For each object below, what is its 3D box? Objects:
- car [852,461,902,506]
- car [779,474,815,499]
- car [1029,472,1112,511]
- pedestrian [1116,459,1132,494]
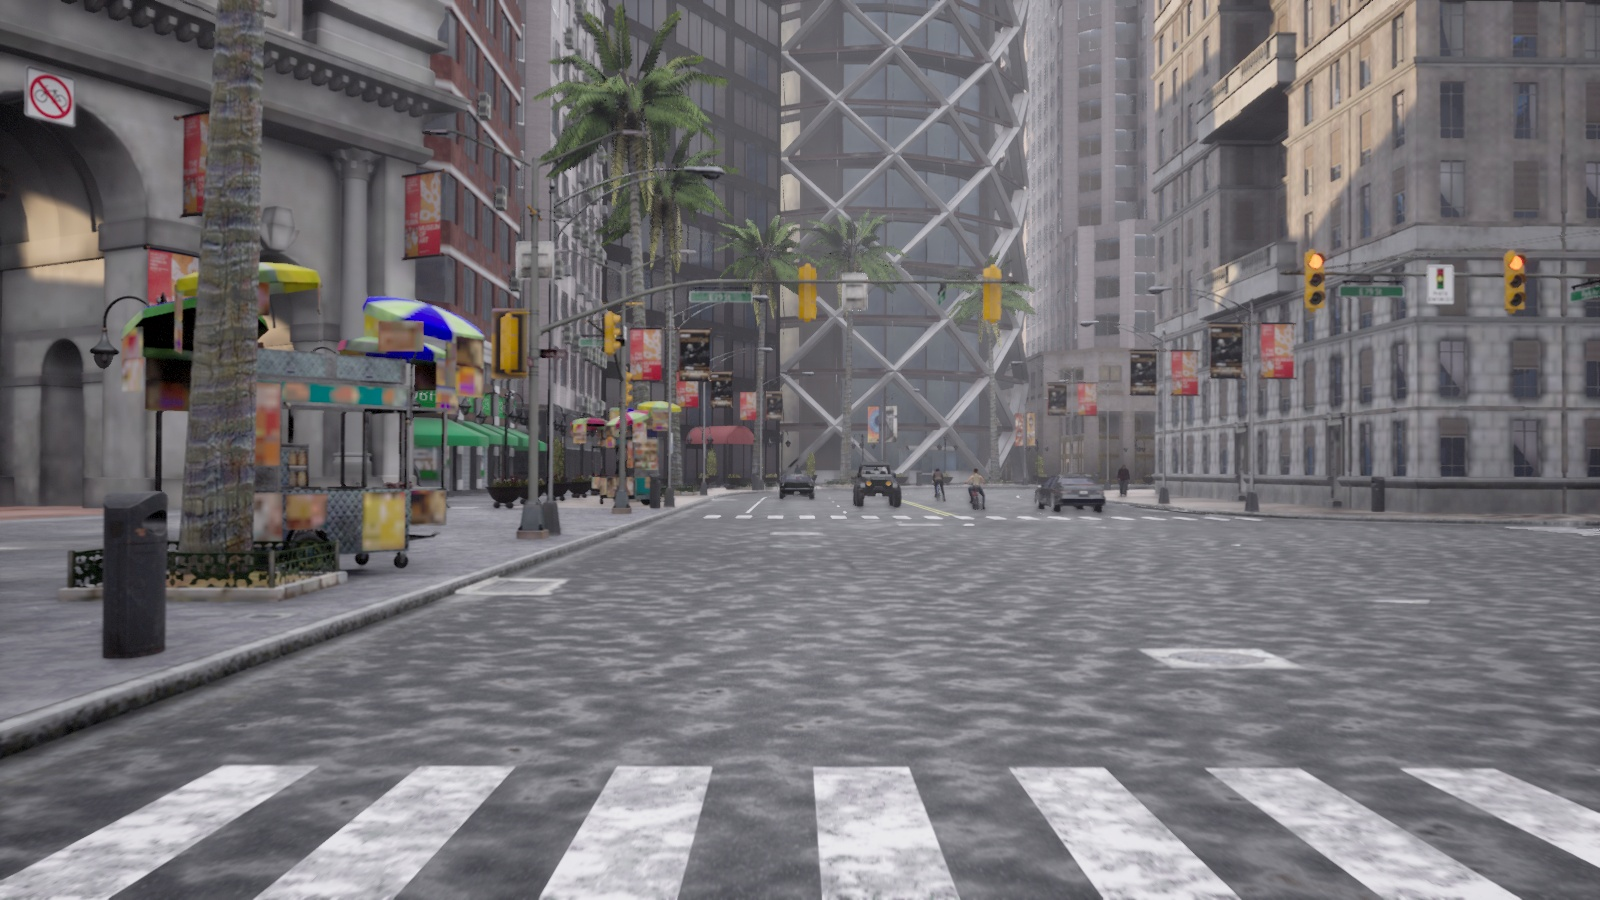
[{"bbox_3d":[3.301,1.418,54.205,1.905,1.878,3.866,0,-1,0],"label":"car"},{"bbox_3d":[-0.141,1.928,66.976,1.895,1.301,4.718,0,-1,0],"label":"car"},{"bbox_3d":[10.383,1.554,48.573,2.033,1.411,5.357,0,-1,0],"label":"car"},{"bbox_3d":[17.324,1.417,67.135,0.634,1.844,0.899,0,-1,2],"label":"pedestrian"}]
